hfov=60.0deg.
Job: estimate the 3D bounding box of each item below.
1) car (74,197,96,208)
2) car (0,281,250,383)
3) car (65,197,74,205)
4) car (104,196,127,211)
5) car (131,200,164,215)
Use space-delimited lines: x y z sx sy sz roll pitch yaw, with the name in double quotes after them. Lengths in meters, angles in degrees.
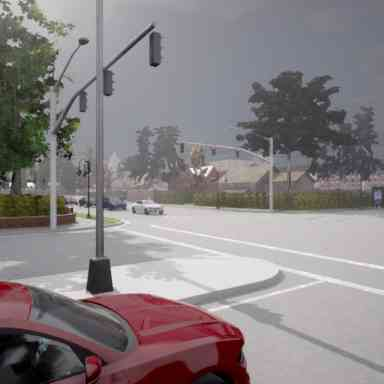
-15.284 1.503 49.002 1.837 1.490 4.892 0 0 -36 "car"
-1.737 1.478 2.530 5.008 1.535 1.882 0 0 -35 "car"
-21.085 1.562 57.063 1.994 1.385 4.181 0 0 -34 "car"
-9.888 1.350 41.550 2.097 1.767 4.553 0 0 -36 "car"
-4.678 1.524 34.349 1.812 1.442 4.674 0 0 -35 "car"
